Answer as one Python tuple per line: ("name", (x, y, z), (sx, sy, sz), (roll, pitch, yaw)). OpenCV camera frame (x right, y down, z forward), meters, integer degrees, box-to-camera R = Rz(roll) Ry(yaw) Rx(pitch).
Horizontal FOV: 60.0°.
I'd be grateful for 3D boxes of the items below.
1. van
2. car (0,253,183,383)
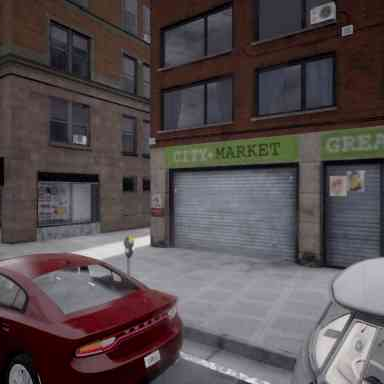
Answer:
("van", (2.395, 1.341, 1.367), (3.998, 1.788, 1.690), (0, 0, 35))
("car", (-2.214, 1.544, 4.654), (4.507, 1.381, 1.887), (0, 0, 35))
